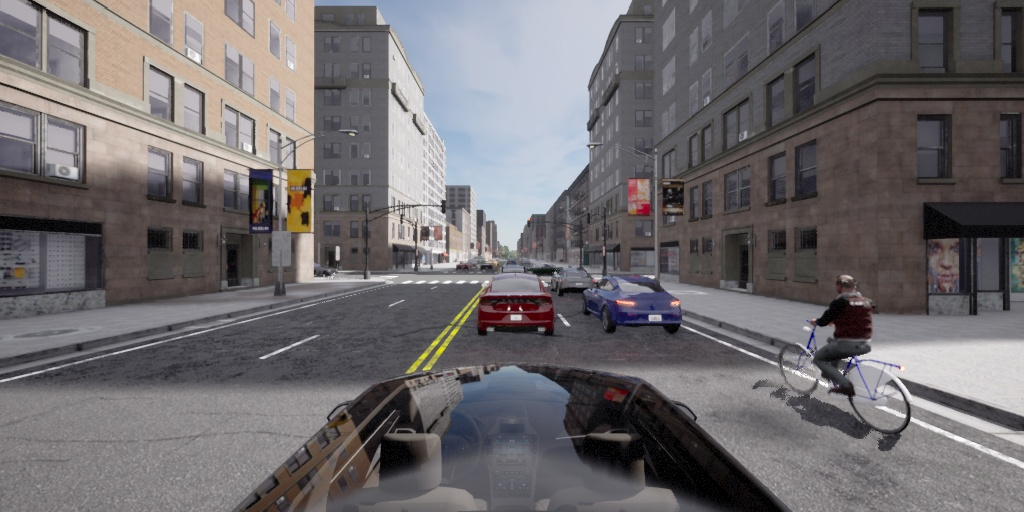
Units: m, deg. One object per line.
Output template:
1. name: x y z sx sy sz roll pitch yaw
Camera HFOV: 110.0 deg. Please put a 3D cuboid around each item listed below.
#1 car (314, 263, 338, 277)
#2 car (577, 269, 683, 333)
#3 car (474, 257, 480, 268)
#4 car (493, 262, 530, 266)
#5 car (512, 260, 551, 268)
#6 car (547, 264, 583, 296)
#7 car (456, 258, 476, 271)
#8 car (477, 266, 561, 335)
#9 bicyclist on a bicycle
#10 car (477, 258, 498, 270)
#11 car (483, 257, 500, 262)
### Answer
1. car: -19.688 1.281 34.361 5.357 1.411 2.033 0 0 0
2. car: 3.333 1.277 10.642 1.812 1.442 4.674 0 0 0
3. car: -6.671 1.273 59.856 1.837 1.490 4.892 0 0 0
4. car: 0.075 1.259 19.984 1.837 1.490 4.892 0 0 0
5. car: 2.772 1.359 35.272 4.718 1.301 1.895 0 0 -23
6. car: 3.225 1.317 19.241 1.994 1.385 4.181 0 0 0
7. car: -6.675 1.367 50.411 1.895 1.301 4.718 0 0 0
8. car: 0.089 1.229 10.501 1.882 1.535 5.008 0 0 0
9. bicyclist on a bicycle: 4.142 1.121 4.650 0.659 1.776 1.843 0 0 0
10. car: -3.415 1.367 50.464 1.895 1.301 4.718 0 0 0
11. car: -3.418 1.247 59.931 1.882 1.535 5.008 0 0 0
